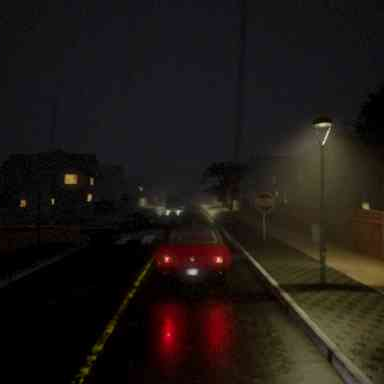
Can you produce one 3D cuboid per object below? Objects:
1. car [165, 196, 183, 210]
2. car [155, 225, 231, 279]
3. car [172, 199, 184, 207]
[{"bbox_3d":[-2.834,1.659,50.980,2.150,2.045,5.566,0,-1,0],"label":"car"},{"bbox_3d":[0.031,1.673,10.292,1.895,1.301,4.718,0,0,0],"label":"car"},{"bbox_3d":[-2.753,2.163,66.674,2.033,1.411,5.357,0,-1,0],"label":"car"}]
